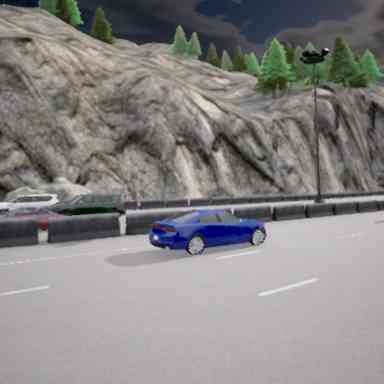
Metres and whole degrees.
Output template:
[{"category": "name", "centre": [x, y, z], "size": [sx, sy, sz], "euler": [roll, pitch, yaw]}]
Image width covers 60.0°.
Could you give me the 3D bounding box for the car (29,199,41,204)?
[{"category": "car", "centre": [-10.142, 1.473, 26.867], "size": [4.892, 1.490, 1.837], "euler": [-1, 0, -36]}]

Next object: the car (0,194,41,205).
[{"category": "car", "centre": [-14.110, 1.228, 28.324], "size": [5.566, 2.045, 2.150], "euler": [-1, 0, -36]}]

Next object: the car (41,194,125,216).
[{"category": "car", "centre": [-7.669, 1.176, 24.339], "size": [5.566, 2.045, 2.150], "euler": [-1, 0, -36]}]

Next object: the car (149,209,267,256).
[{"category": "car", "centre": [0.765, 1.397, 12.921], "size": [5.008, 1.535, 1.882], "euler": [-1, 0, -36]}]

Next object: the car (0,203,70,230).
[{"category": "car", "centre": [-9.463, 1.570, 18.738], "size": [4.181, 1.385, 1.994], "euler": [-1, 0, -36]}]
